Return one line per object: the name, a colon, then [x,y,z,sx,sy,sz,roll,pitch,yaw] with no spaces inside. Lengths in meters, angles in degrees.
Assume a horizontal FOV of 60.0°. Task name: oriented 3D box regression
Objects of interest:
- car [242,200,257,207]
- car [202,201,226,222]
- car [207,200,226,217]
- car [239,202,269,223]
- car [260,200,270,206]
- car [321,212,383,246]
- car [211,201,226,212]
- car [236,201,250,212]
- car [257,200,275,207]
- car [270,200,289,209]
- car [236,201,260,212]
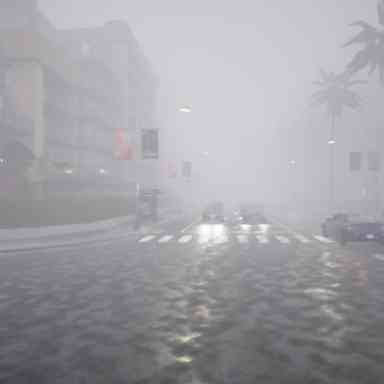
car: [11.685,2.411,68.108,1.895,1.301,4.718,-1,-1,-6]
car: [2.006,1.918,30.481,2.128,1.511,4.902,-1,-1,6]
car: [2.977,1.901,39.638,2.097,1.767,4.553,-1,-1,6]
car: [5.422,1.900,29.449,1.812,1.442,4.674,-1,-1,6]
car: [11.917,2.245,58.159,1.812,1.442,4.674,-1,-1,2]
car: [7.638,1.681,15.999,1.812,1.442,4.674,-1,-1,7]
car: [4.014,2.175,49.703,2.128,1.511,4.902,-1,-1,6]
car: [7.509,2.117,49.326,1.882,1.535,5.008,-1,-1,6]
car: [15.176,2.279,68.362,2.033,1.411,5.357,-1,-1,-6]
car: [15.426,2.283,58.194,1.895,1.301,4.718,-1,-1,2]
car: [6.429,2.049,38.953,2.033,1.411,5.357,-1,-1,6]
